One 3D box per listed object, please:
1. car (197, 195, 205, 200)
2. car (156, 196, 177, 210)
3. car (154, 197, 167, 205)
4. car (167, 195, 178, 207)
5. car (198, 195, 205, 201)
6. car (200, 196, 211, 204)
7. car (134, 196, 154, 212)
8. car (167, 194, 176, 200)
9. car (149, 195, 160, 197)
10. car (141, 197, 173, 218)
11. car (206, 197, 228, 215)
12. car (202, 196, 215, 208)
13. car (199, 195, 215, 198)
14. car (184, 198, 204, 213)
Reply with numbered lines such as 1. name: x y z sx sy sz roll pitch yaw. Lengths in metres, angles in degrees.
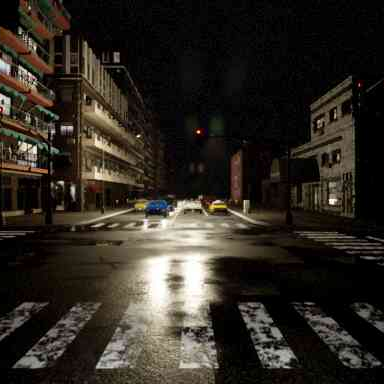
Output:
1. car: 2.578 1.670 94.744 2.008 1.369 4.403 0 0 0
2. car: -3.130 1.550 39.950 1.812 1.442 4.674 0 0 0
3. car: -5.762 1.603 61.498 2.008 1.369 4.403 0 0 0
4. car: -3.135 1.540 50.018 1.837 1.490 4.892 0 0 0
5. car: 2.584 1.632 89.375 1.752 1.417 4.829 0 0 0
6. car: 2.612 1.612 67.048 2.008 1.369 4.403 0 0 0
7. car: -5.735 1.549 39.171 1.752 1.417 4.829 0 0 0
8. car: -5.802 1.434 94.734 2.192 1.841 5.009 0 0 0
9. car: -5.748 1.351 50.420 2.192 1.841 5.009 0 0 0
10. car: -3.136 1.493 30.672 1.882 1.535 5.008 0 0 0
11. car: 2.652 1.544 33.983 1.752 1.417 4.829 0 0 0
12. car: 2.639 1.611 44.891 1.802 1.307 4.206 0 0 0
13. car: 2.633 1.351 50.431 2.192 1.841 5.009 0 0 0
14. car: 0.067 1.622 36.474 1.895 1.301 4.718 0 0 0
